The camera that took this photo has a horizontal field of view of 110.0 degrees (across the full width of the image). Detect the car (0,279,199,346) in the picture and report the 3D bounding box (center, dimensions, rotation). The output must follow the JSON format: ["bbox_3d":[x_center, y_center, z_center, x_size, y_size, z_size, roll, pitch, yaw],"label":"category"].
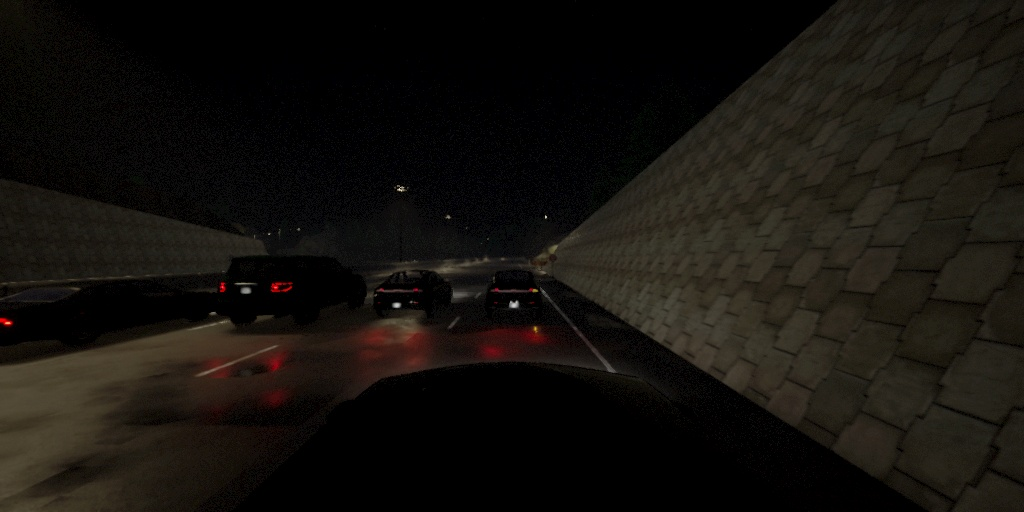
[{"bbox_3d":[-10.452,1.307,9.382,2.033,1.411,5.357,0,0,0],"label":"car"}]

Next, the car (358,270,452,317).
[{"bbox_3d":[-3.425,1.256,13.123,2.128,1.511,4.902,0,0,0],"label":"car"}]

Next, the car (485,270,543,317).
[{"bbox_3d":[0.075,1.256,13.106,2.128,1.511,4.902,0,0,0],"label":"car"}]

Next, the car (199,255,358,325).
[{"bbox_3d":[-6.931,0.987,12.055,2.150,2.045,5.566,0,0,0],"label":"car"}]
